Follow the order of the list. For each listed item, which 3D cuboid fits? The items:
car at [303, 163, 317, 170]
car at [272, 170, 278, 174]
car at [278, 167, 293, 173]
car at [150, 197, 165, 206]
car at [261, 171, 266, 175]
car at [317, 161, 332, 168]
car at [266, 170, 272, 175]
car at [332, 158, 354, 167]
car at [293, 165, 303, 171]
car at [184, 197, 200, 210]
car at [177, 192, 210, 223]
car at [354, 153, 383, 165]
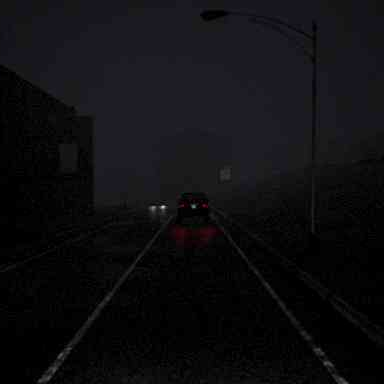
[{"bbox_3d":[21.895,-4.325,58.210,2.231,1.521,4.892,0,1,-1],"label":"car"},{"bbox_3d":[21.422,-4.693,80.157,2.002,1.452,4.674,0,1,-1],"label":"car"},{"bbox_3d":[21.538,-4.761,74.663,2.185,1.767,4.553,0,1,-1],"label":"car"},{"bbox_3d":[-5.547,1.538,52.970,1.812,1.442,4.674,0,-1,-14],"label":"car"},{"bbox_3d":[21.184,-5.054,91.347,2.185,1.767,4.553,0,1,-1],"label":"car"},{"bbox_3d":[22.125,-4.154,52.669,2.002,1.452,4.674,0,1,-2],"label":"car"},{"bbox_3d":[21.301,-4.960,85.828,2.185,1.767,4.553,0,1,-1],"label":"car"},{"bbox_3d":[22.474,-4.058,47.133,2.097,1.535,5.008,0,1,-4],"label":"car"},{"bbox_3d":[21.770,-4.437,63.728,2.231,1.521,4.892,0,1,-1],"label":"car"},{"bbox_3d":[-0.083,1.378,41.249,1.812,1.442,4.674,0,0,-3],"label":"car"},{"bbox_3d":[0.115,1.062,23.869,2.150,2.045,5.566,0,-1,0],"label":"car"},{"bbox_3d":[22.939,-4.049,41.627,2.185,1.767,4.553,0,1,-5],"label":"car"}]
